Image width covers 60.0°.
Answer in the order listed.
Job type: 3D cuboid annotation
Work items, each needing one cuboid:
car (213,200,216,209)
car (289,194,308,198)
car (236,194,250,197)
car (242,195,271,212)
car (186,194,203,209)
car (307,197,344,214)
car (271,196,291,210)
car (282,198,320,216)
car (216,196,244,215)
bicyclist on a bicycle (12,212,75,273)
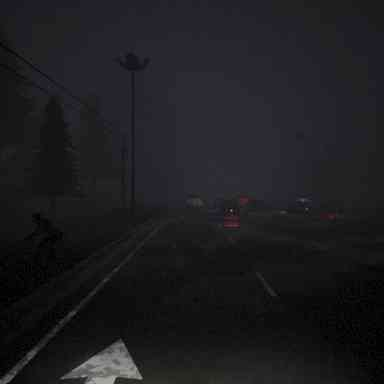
[{"bbox_3d":[3.823,1.556,44.430,2.033,1.411,5.357,0,0,1],"label":"car"},{"bbox_3d":[14.341,1.230,45.569,2.150,2.045,5.566,0,0,0],"label":"car"},{"bbox_3d":[7.351,1.231,48.331,2.150,2.045,5.566,0,0,1],"label":"car"},{"bbox_3d":[7.312,1.485,38.319,1.882,1.535,5.008,0,0,1],"label":"car"},{"bbox_3d":[0.343,1.230,44.652,2.150,2.045,5.566,0,0,1],"label":"car"},{"bbox_3d":[14.294,1.498,35.321,2.128,1.511,4.902,0,0,0],"label":"car"},{"bbox_3d":[10.818,1.556,43.269,2.033,1.411,5.357,0,0,0],"label":"car"},{"bbox_3d":[10.782,1.570,33.182,1.994,1.385,4.181,0,0,0],"label":"car"},{"bbox_3d":[3.787,1.512,34.067,1.837,1.490,4.892,0,0,0],"label":"car"},{"bbox_3d":[-3.878,1.360,8.666,1.656,1.620,0.582,-1,0,0],"label":"bicyclist on a bicycle"}]
